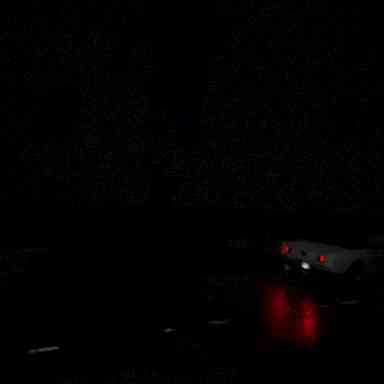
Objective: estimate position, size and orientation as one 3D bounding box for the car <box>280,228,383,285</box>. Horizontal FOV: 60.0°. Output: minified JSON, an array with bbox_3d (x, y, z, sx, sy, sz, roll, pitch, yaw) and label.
[{"bbox_3d":[5.023,1.718,9.721,4.718,1.301,1.895,1,1,-24],"label":"car"}]
